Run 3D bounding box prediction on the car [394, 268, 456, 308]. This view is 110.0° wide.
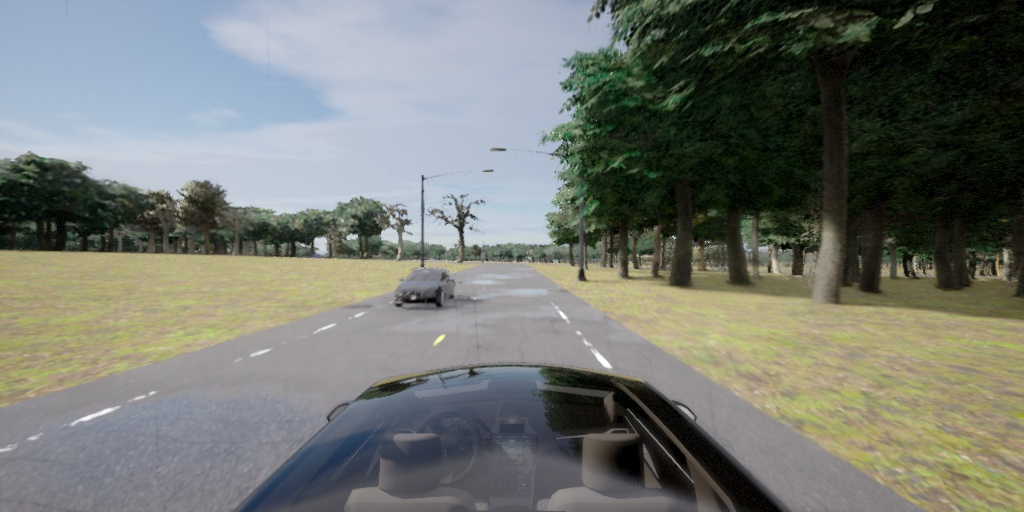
[{"bbox_3d":[-3.601,1.283,15.559,1.837,1.490,4.892,0,0,0],"label":"car"}]
